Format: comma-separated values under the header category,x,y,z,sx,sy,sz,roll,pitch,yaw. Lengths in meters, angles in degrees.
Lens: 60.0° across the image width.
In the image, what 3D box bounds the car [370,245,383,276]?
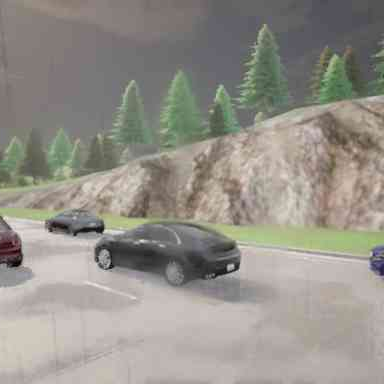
category,x,y,z,sx,sy,sz,roll,pitch,yaw
car,6.866,1.620,7.907,4.674,1.442,1.812,0,0,35

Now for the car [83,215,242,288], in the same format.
category,x,y,z,sx,sy,sz,roll,pitch,yaw
car,-0.914,1.604,9.674,4.892,1.490,1.837,0,-1,40

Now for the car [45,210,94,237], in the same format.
category,x,y,z,sx,sy,sz,roll,pitch,yaw
car,-6.982,1.754,19.689,4.181,1.385,1.994,0,-1,42

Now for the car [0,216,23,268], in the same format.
category,x,y,z,sx,sy,sz,roll,pitch,yaw
car,-7.285,1.450,10.608,4.553,1.767,2.097,0,-1,41
